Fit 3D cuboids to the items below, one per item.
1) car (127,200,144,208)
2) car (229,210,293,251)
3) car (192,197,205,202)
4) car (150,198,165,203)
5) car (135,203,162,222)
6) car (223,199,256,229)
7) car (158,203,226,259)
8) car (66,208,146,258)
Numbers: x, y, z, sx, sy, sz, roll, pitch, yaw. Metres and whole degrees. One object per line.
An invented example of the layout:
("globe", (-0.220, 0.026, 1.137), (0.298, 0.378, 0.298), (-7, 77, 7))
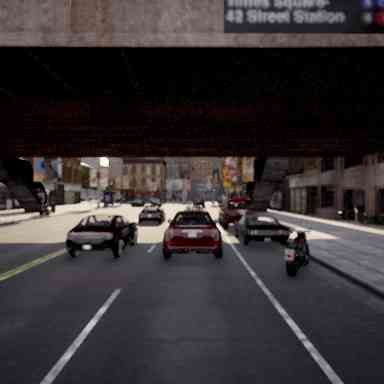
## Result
("car", (-10.424, 2.235, 64.085), (2.033, 1.411, 5.357), (0, -1, 0))
("car", (3.220, 1.773, 16.449), (1.895, 1.301, 4.718), (0, -1, 0))
("car", (1.311, 1.908, 63.930), (2.150, 2.045, 5.566), (0, -1, 0))
("car", (-6.926, 2.241, 64.624), (2.033, 1.411, 5.357), (0, -1, 0))
("car", (-3.364, 1.871, 28.441), (1.994, 1.385, 4.181), (0, -1, 0))
("car", (3.172, 1.486, 23.849), (2.435, 2.045, 5.566), (0, -1, 0))
("car", (0.051, 1.496, 13.369), (2.097, 1.767, 4.553), (0, -1, 1))
("car", (-3.449, 1.639, 13.475), (2.128, 1.511, 4.902), (0, 0, 1))
